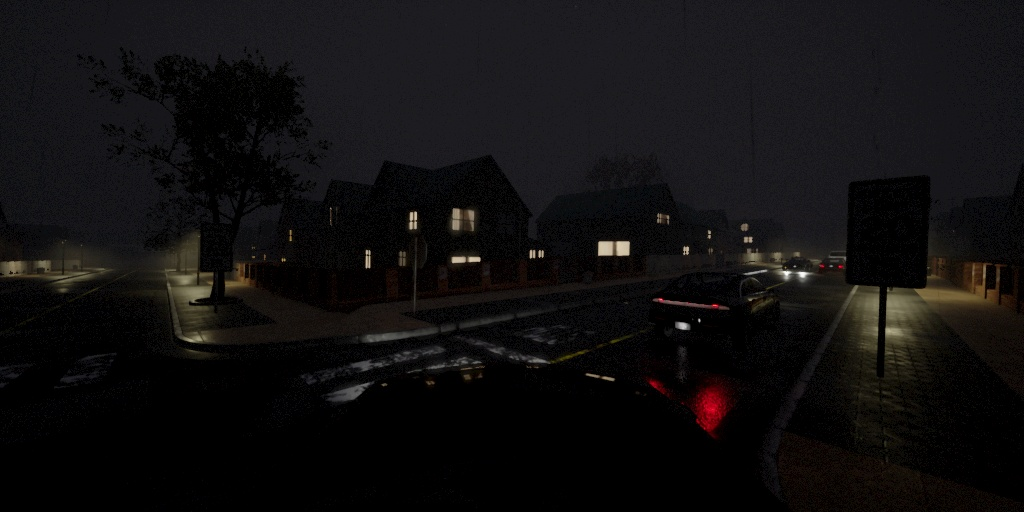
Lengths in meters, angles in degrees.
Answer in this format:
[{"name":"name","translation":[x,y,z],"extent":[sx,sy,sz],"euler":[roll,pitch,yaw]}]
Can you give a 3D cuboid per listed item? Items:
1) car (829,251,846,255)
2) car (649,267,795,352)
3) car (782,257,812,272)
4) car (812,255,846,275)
[{"name":"car","translation":[35.854,0.440,38.966],"extent":[5.566,2.045,2.150],"euler":[-1,2,-44]},{"name":"car","translation":[5.095,1.142,8.759],"extent":[4.902,1.511,2.128],"euler":[-1,2,-45]},{"name":"car","translation":[28.260,0.792,35.411],"extent":[4.181,1.385,1.994],"euler":[-1,2,-45]},{"name":"car","translation":[28.349,0.875,31.551],"extent":[5.357,1.411,2.033],"euler":[-1,2,-44]}]
